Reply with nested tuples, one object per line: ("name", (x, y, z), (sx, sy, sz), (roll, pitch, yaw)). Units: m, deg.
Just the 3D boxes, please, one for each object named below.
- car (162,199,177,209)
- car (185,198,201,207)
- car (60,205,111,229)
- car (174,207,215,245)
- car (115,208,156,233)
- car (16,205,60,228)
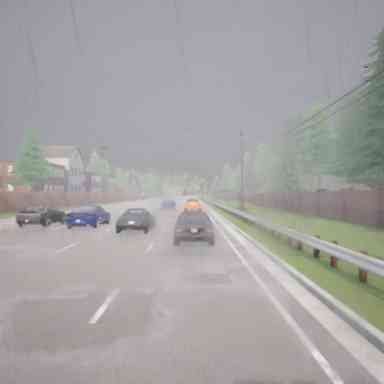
("car", (-3.413, 1.799, 50.272), (1.882, 1.535, 5.008), (0, 0, 0))
("car", (0.088, 1.634, 44.089), (2.097, 1.767, 4.553), (0, 0, 0))
("car", (-6.906, 1.623, 22.643), (1.882, 1.535, 5.008), (0, 0, 0))
("car", (0.094, 1.651, 16.101), (2.033, 1.411, 5.357), (0, 0, 0))
("car", (-3.407, 1.697, 20.703), (1.994, 1.385, 4.181), (0, 0, 0))
("car", (-10.407, 1.642, 23.375), (2.128, 1.511, 4.902), (0, 0, 0))
